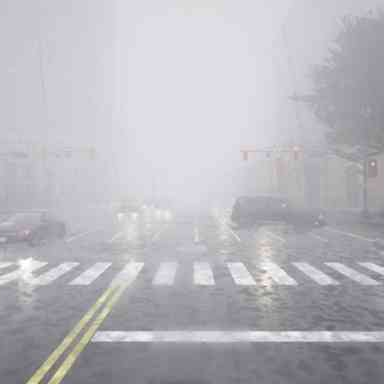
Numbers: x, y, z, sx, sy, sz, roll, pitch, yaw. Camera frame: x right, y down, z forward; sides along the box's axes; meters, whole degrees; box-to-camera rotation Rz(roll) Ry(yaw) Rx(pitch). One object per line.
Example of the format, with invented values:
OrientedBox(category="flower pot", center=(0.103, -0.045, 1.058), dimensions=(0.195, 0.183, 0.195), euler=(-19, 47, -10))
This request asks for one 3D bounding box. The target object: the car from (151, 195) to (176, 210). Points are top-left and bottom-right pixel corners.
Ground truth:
OrientedBox(category="car", center=(-3.614, 1.488, 42.814), dimensions=(2.128, 1.511, 4.902), euler=(0, 0, 0))

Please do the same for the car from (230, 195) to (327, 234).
OrientedBox(category="car", center=(4.974, 1.220, 19.689), dimensions=(5.566, 2.045, 2.150), euler=(0, 1, 34))

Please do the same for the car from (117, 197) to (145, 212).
OrientedBox(category="car", center=(-7.113, 1.349, 38.103), dimensions=(2.097, 1.767, 4.553), euler=(0, 0, 0))

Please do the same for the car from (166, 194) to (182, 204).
OrientedBox(category="car", center=(-3.564, 1.542, 63.062), dimensions=(2.033, 1.411, 5.357), euler=(0, 0, 1))

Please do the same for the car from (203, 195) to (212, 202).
OrientedBox(category="car", center=(3.651, 1.518, 78.496), dimensions=(2.128, 1.511, 4.902), euler=(0, 0, 1))

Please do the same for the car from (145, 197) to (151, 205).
OrientedBox(category="car", center=(-7.103, 1.559, 55.767), dimensions=(1.994, 1.385, 4.181), euler=(0, 0, 0))

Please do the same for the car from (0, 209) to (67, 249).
OrientedBox(category="car", center=(-7.094, 1.524, 14.792), dimensions=(1.812, 1.442, 4.674), euler=(0, 0, 0))
